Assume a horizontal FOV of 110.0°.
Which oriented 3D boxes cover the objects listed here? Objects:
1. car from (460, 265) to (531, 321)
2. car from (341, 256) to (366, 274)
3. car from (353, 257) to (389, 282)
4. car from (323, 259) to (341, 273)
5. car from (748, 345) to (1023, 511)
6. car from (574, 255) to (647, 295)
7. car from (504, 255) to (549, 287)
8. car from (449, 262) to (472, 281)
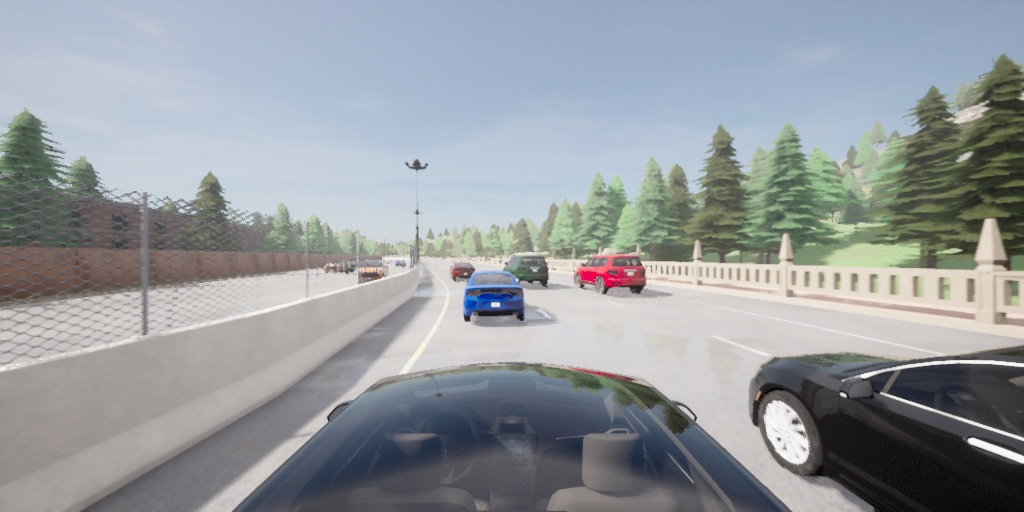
[{"bbox_3d":[-0.724,1.238,12.676,1.882,1.535,5.008,0,0,-6],"label":"car"},{"bbox_3d":[-18.409,1.075,42.930,2.150,2.045,5.566,0,0,-14],"label":"car"},{"bbox_3d":[-11.353,1.168,29.522,2.097,1.767,4.553,0,0,-14],"label":"car"},{"bbox_3d":[-22.996,1.227,46.781,2.097,1.767,4.553,0,0,-14],"label":"car"},{"bbox_3d":[3.441,1.241,1.858,1.837,1.490,4.892,0,0,0],"label":"car"},{"bbox_3d":[5.289,0.963,19.986,2.150,2.045,5.566,0,0,-10],"label":"car"},{"bbox_3d":[0.830,0.984,24.455,2.150,2.045,5.566,0,0,-12],"label":"car"},{"bbox_3d":[-4.266,1.266,30.685,1.882,1.535,5.008,0,0,-14],"label":"car"}]
